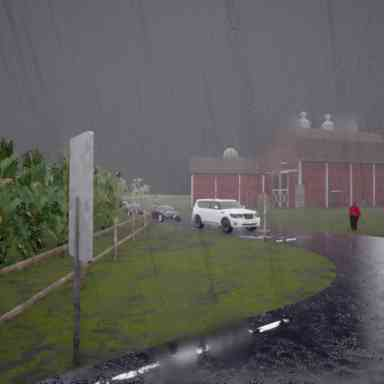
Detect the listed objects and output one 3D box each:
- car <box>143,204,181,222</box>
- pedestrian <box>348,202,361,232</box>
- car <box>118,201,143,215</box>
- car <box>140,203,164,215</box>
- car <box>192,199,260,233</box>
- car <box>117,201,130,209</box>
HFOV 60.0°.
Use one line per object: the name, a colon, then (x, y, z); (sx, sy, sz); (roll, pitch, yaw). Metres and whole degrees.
car: (-2.636, 1.917, 30.672); (1.837, 1.490, 4.892); (1, -1, -27)
pedestrian: (9.934, 1.492, 20.392); (0.375, 1.860, 0.375); (0, 0, -32)
car: (-7.068, 2.082, 39.762); (1.837, 1.490, 4.892); (1, -1, -25)
car: (-5.202, 2.199, 42.756); (1.994, 1.385, 4.181); (1, -1, -24)
car: (2.063, 1.471, 22.077); (2.150, 2.045, 5.566); (1, -1, -30)
car: (-13.183, 2.468, 63.840); (1.882, 1.535, 5.008); (1, -1, -17)
